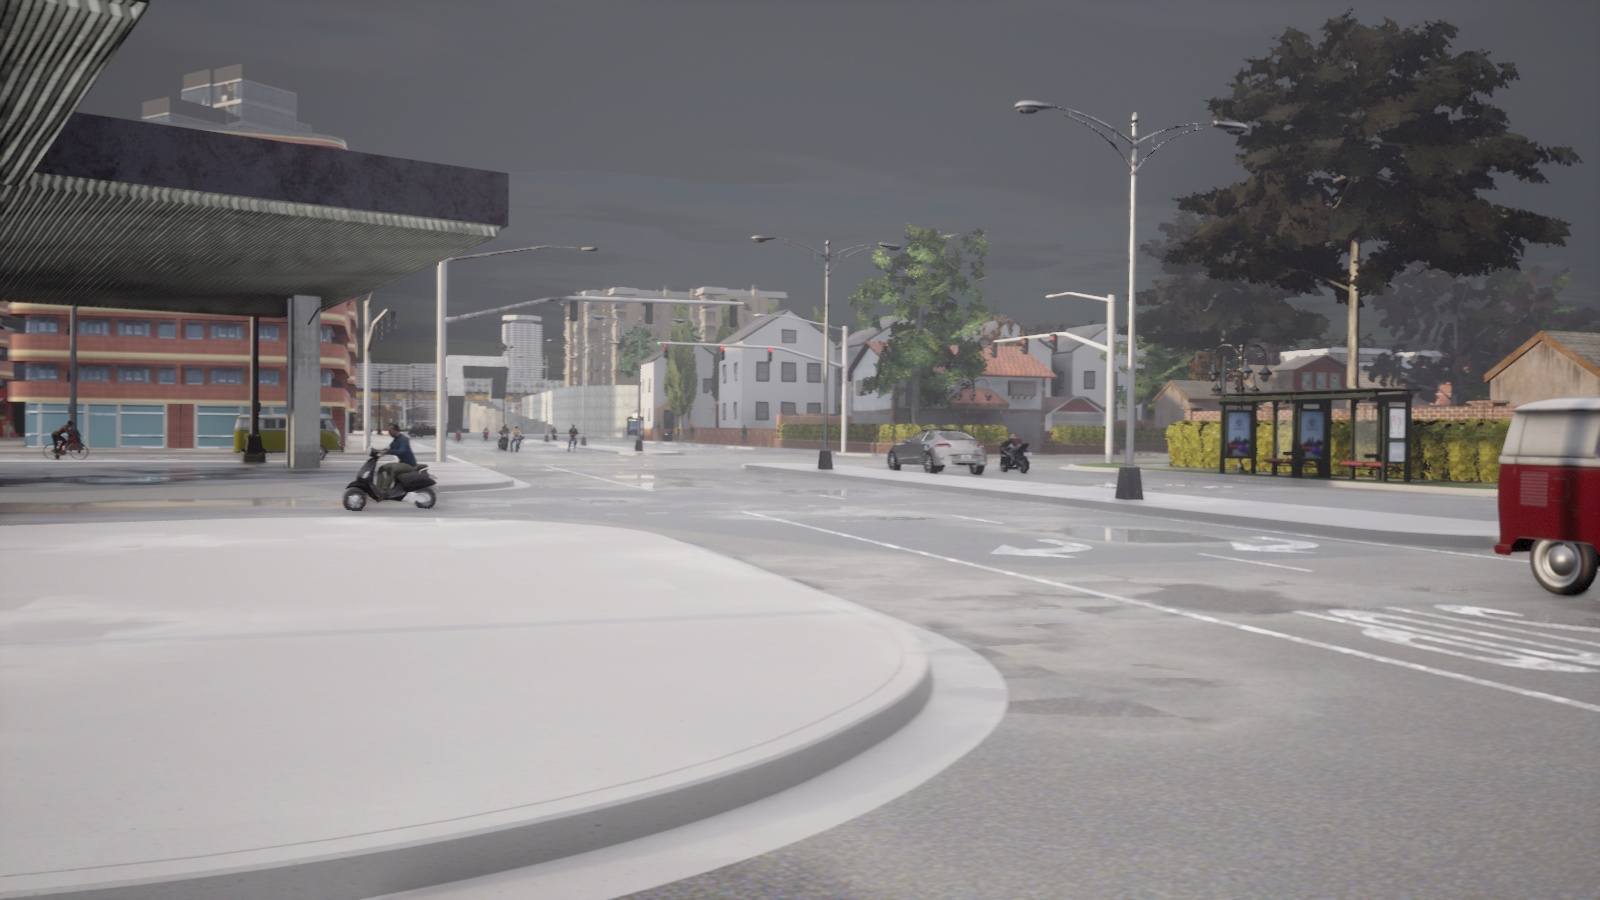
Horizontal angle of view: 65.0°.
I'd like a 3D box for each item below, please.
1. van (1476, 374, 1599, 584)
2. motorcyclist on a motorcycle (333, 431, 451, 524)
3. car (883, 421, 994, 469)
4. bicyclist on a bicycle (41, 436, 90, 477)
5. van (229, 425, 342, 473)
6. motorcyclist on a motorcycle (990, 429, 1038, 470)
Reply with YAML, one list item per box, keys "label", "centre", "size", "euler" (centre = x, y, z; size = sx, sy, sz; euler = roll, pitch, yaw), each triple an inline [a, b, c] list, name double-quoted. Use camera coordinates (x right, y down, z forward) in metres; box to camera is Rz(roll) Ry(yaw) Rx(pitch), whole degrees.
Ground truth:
- label: "van"
  centre: [8.666, 0.275, 11.389]
  size: [1.775, 1.987, 4.442]
  euler: [-1, 1, -19]
- label: "motorcyclist on a motorcycle"
  centre: [-7.401, 0.469, 22.795]
  size: [1.817, 1.590, 0.866]
  euler: [-1, 1, -40]
- label: "car"
  centre: [5.031, -0.218, 46.500]
  size: [2.152, 1.651, 5.027]
  euler: [-1, 1, -19]
- label: "bicyclist on a bicycle"
  centre: [-30.137, 0.259, 51.530]
  size: [1.656, 1.620, 0.582]
  euler: [-1, 1, -20]
- label: "van"
  centre: [-22.225, -0.073, 54.369]
  size: [4.442, 1.987, 1.775]
  euler: [-1, 1, -21]
- label: "motorcyclist on a motorcycle"
  centre: [8.187, -0.022, 48.096]
  size: [0.866, 1.530, 2.191]
  euler: [-1, 1, -19]
